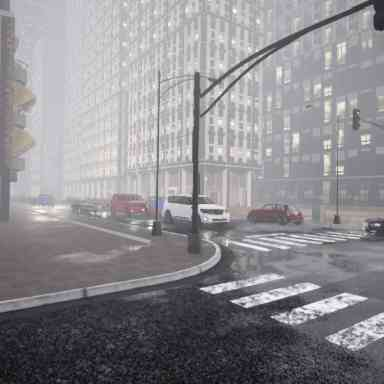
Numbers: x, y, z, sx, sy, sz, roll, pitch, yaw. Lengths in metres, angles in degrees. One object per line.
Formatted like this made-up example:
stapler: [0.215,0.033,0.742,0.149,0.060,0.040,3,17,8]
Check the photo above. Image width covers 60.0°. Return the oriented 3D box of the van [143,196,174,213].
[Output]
van: [-3.895,1.382,37.804,1.690,1.788,3.998,1,-1,-35]

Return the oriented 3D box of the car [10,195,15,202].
car: [-36.805,1.396,69.885,1.947,1.339,4.313,1,-1,-35]

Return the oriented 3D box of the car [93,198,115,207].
car: [-13.672,1.586,51.645,1.947,1.339,4.313,1,-1,-35]

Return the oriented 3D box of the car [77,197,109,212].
car: [-11.535,1.412,38.605,2.128,1.511,4.902,1,-1,-35]

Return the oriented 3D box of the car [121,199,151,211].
car: [-7.156,1.584,42.416,2.008,1.369,4.403,1,-1,-35]

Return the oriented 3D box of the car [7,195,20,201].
car: [-40.062,1.377,74.500,2.008,1.369,4.403,1,-1,-35]

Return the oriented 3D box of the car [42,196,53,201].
car: [-36.477,1.570,83.946,1.802,1.307,4.206,1,-1,-35]

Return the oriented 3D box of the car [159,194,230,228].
car: [0.092,1.170,22.122,2.150,2.045,5.566,1,-1,-35]

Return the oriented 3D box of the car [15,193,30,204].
car: [-30.286,1.154,60.659,2.192,1.841,5.009,1,-1,-35]

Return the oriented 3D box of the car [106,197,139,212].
car: [-8.342,1.462,39.607,1.882,1.535,5.008,1,-1,-35]

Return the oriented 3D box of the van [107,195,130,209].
van: [-10.410,1.368,47.033,1.690,1.788,3.998,1,-1,-35]

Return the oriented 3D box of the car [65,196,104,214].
car: [-10.743,1.427,32.970,2.008,1.369,4.403,1,-1,-35]

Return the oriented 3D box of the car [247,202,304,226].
car: [5.877,1.505,23.960,1.967,1.590,4.097,1,-1,-35]

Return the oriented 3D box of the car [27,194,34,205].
car: [-23.775,1.432,51.427,1.802,1.307,4.206,1,-1,-35]

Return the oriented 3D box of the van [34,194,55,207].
van: [-20.513,1.197,46.815,1.690,1.788,3.998,1,-1,-35]

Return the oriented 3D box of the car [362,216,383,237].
car: [10.741,1.501,15.657,4.902,1.511,2.128,0,0,11]

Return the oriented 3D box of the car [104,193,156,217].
car: [-5.687,1.155,30.310,2.150,2.045,5.566,1,-1,-35]
